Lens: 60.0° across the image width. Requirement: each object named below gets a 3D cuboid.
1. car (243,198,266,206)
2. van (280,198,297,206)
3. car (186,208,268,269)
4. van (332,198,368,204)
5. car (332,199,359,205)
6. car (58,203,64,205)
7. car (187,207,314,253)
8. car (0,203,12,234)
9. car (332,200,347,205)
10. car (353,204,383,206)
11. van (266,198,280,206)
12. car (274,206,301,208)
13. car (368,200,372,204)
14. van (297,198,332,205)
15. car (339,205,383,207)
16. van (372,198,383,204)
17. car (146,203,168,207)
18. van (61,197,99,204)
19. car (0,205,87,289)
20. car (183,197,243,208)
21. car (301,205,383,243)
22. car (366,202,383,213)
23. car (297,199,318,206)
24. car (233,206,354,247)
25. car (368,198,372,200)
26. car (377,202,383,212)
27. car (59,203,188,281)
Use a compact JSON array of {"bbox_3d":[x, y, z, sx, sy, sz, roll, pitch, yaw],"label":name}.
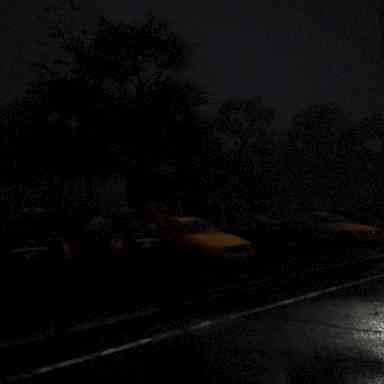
[{"bbox_3d":[3.651,1.491,30.816,2.435,2.045,5.566,1,-1,-35],"label":"car"},{"bbox_3d":[8.082,1.587,34.144,1.878,1.987,4.442,1,-1,-35],"label":"van"},{"bbox_3d":[-0.061,1.565,11.933,1.946,1.575,5.366,1,-1,-35],"label":"car"},{"bbox_3d":[19.261,1.798,42.094,1.878,1.987,4.442,1,-1,-35],"label":"van"},{"bbox_3d":[17.050,2.001,40.414,2.163,1.488,4.792,1,-1,-35],"label":"car"},{"bbox_3d":[-9.911,1.573,21.203,2.002,1.452,4.674,1,-1,-35],"label":"car"},{"bbox_3d":[2.098,1.604,13.688,2.231,1.521,4.892,1,-1,-35],"label":"car"},{"bbox_3d":[-12.167,1.498,19.595,2.097,1.535,5.008,1,-1,-35],"label":"car"},{"bbox_3d":[14.899,1.956,38.884,2.163,1.488,4.792,1,-1,-35],"label":"car"},{"bbox_3d":[13.422,1.807,21.713,2.163,1.488,4.792,1,-1,-35],"label":"car"},{"bbox_3d":[5.959,1.552,32.348,1.878,1.987,4.442,1,-1,-35],"label":"van"},{"bbox_3d":[5.849,1.821,21.810,4.718,1.301,1.895,1,-1,-35],"label":"car"},{"bbox_3d":[21.699,2.113,43.649,2.163,1.488,4.792,2,-1,-35],"label":"car"},{"bbox_3d":[12.739,1.660,37.180,1.878,1.987,4.442,1,-1,-36],"label":"van"},{"bbox_3d":[11.160,1.772,20.104,2.163,1.488,4.792,1,-1,-35],"label":"car"},{"bbox_3d":[15.602,1.587,23.442,1.878,1.987,4.442,1,-1,-35],"label":"van"},{"bbox_3d":[-3.137,1.637,26.016,2.097,1.535,5.008,1,-1,-35],"label":"car"},{"bbox_3d":[-7.823,1.340,22.834,1.878,1.987,4.442,1,-1,-35],"label":"van"},{"bbox_3d":[-4.673,1.372,8.842,2.185,1.767,4.553,1,-1,-35],"label":"car"},{"bbox_3d":[1.394,1.456,29.211,2.435,2.045,5.566,1,-1,-35],"label":"car"},{"bbox_3d":[8.897,1.737,18.495,2.163,1.488,4.792,1,-1,-35],"label":"car"},{"bbox_3d":[28.561,2.258,48.336,1.946,1.575,5.366,2,-1,-35],"label":"car"},{"bbox_3d":[10.401,1.847,35.656,2.097,1.535,5.008,1,-1,-35],"label":"car"},{"bbox_3d":[4.353,1.639,15.307,2.231,1.521,4.892,1,-1,-35],"label":"car"},{"bbox_3d":[23.927,1.891,45.304,2.435,2.045,5.566,2,-1,-35],"label":"car"},{"bbox_3d":[30.711,2.360,50.089,2.002,1.452,4.674,1,-1,-35],"label":"car"},{"bbox_3d":[-2.411,1.407,10.451,2.185,1.767,4.553,1,-1,-35],"label":"car"}]
